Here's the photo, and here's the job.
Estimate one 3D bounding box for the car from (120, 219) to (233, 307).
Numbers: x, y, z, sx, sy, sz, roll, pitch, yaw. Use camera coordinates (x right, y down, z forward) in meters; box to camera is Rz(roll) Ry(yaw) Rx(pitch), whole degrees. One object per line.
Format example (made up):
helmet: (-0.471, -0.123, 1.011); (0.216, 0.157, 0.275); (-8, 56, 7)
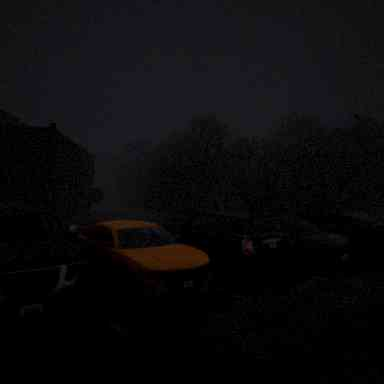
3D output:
car: (-1.508, 1.483, 8.378); (2.097, 1.535, 5.008); (0, 0, -36)

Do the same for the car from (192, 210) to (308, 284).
car: (0.776, 1.349, 9.962); (2.185, 1.767, 4.553); (0, 0, -36)

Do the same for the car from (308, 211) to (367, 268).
car: (3.043, 1.489, 11.582); (2.163, 1.488, 4.792); (0, 0, -36)

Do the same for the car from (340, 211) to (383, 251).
car: (5.275, 1.473, 13.247); (2.163, 1.488, 4.792); (0, 0, -36)

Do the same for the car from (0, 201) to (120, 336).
car: (-3.762, 1.231, 6.728); (2.435, 2.045, 5.566); (0, 0, -36)
